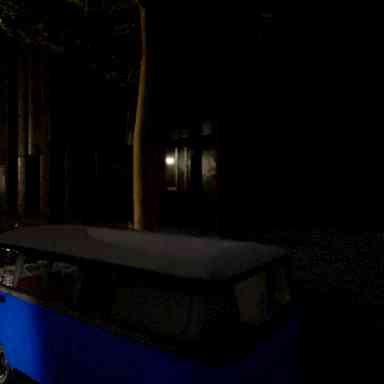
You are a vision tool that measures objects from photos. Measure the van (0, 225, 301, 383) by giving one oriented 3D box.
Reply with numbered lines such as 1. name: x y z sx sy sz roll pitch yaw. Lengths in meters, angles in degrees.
1. van: -0.860 1.337 3.694 3.998 1.788 1.690 0 0 35
